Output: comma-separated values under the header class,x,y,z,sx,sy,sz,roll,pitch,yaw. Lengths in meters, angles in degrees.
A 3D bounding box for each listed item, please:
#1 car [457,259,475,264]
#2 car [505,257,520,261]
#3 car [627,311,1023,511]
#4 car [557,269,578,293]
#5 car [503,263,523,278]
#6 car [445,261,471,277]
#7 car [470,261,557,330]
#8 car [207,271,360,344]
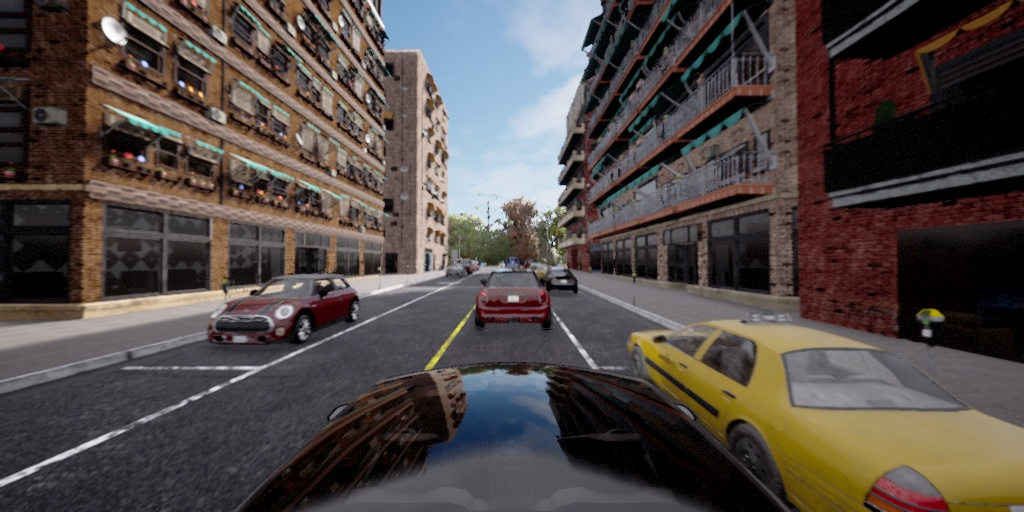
class,x,y,z,sx,sy,sz,roll,pitch,yaw
car,-5.822,1.260,42.920,2.192,1.841,5.009,0,0,0
car,0.097,1.225,54.998,2.150,2.045,5.566,0,0,0
car,2.700,1.286,4.082,1.751,1.417,4.829,0,0,0
car,2.762,1.407,21.257,1.948,1.339,4.313,0,0,0
car,0.099,1.484,37.527,1.994,1.385,4.181,0,0,0
car,-5.821,1.469,37.352,2.007,1.370,4.403,0,0,0
car,0.024,1.148,11.505,2.097,1.767,4.553,0,0,0
car,-5.708,1.226,9.511,1.967,1.591,4.097,0,0,0
